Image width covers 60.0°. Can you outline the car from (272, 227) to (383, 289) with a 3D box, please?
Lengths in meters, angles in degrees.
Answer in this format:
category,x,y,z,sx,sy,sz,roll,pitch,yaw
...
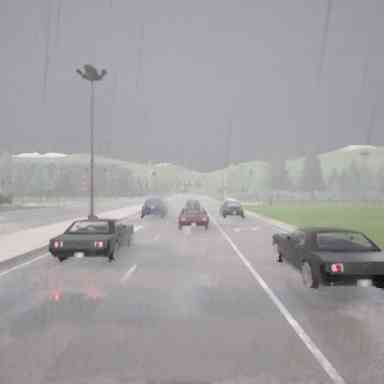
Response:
category,x,y,z,sx,sy,sz,roll,pitch,yaw
car,3.598,1.614,9.145,1.895,1.301,4.718,0,0,0

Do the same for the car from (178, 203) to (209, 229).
category,x,y,z,sx,sy,sz,roll,pitch,yaw
car,0.097,1.632,21.764,1.895,1.301,4.718,0,0,0

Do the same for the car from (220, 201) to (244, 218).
category,x,y,z,sx,sy,sz,roll,pitch,yaw
car,3.582,1.569,30.296,1.812,1.442,4.674,0,0,0

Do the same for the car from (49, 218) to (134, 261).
category,x,y,z,sx,sy,sz,roll,pitch,yaw
car,-3.402,1.618,12.274,1.895,1.301,4.718,0,0,0

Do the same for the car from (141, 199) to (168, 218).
category,x,y,z,sx,sy,sz,roll,pitch,yaw
car,-3.404,1.397,30.977,2.097,1.767,4.553,0,0,0

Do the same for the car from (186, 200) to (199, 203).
category,x,y,z,sx,sy,sz,roll,pitch,yaw
car,0.095,1.603,39.295,2.033,1.411,5.357,0,0,0
